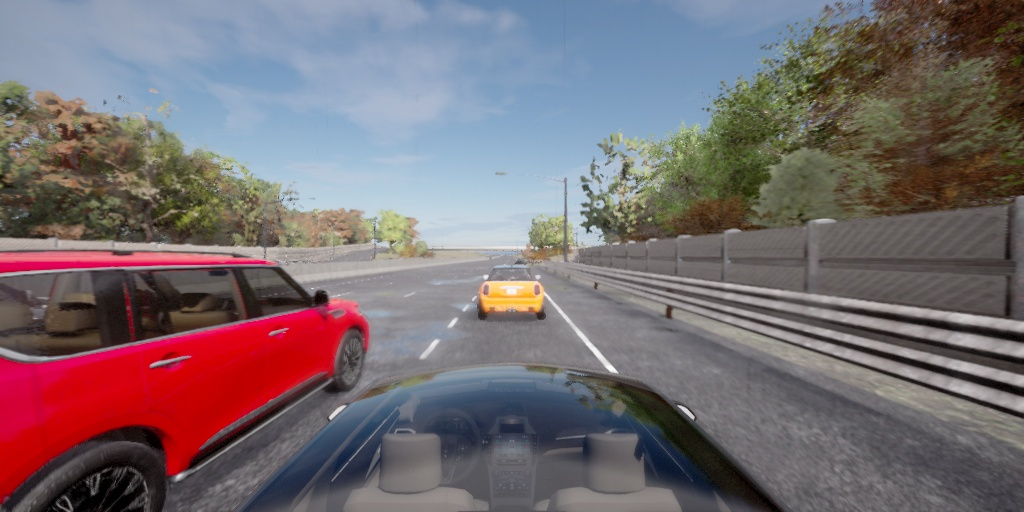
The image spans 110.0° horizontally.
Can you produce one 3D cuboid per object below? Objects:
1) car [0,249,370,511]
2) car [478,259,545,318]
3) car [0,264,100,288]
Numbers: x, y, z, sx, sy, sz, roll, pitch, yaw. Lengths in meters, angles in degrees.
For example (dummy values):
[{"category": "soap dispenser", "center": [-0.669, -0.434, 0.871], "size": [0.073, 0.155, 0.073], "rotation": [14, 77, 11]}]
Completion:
[{"category": "car", "center": [-3.403, 0.970, 3.537], "size": [2.150, 2.045, 5.566], "rotation": [0, 0, 0]}, {"category": "car", "center": [-0.007, 1.097, 13.005], "size": [2.097, 1.767, 4.553], "rotation": [0, 0, 0]}, {"category": "car", "center": [-31.587, 1.310, 24.492], "size": [1.994, 1.385, 4.181], "rotation": [0, 0, 0]}]
